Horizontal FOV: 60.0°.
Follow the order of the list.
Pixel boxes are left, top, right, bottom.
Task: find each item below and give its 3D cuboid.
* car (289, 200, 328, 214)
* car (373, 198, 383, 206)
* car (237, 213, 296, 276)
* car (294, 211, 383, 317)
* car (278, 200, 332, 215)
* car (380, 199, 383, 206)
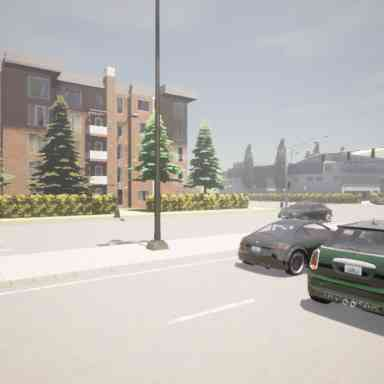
[{"bbox_3d":[12.593,1.563,35.857,4.181,1.385,1.994,0,0,-35],"label":"car"},{"bbox_3d":[31.239,1.563,53.061,4.181,1.385,1.994,0,0,-3],"label":"car"},{"bbox_3d":[3.425,1.564,10.467,4.181,1.385,1.994,0,0,-36],"label":"car"},{"bbox_3d":[4.486,1.352,6.933,4.553,1.767,2.097,0,0,-36],"label":"car"},{"bbox_3d":[8.229,1.504,24.019,4.892,1.490,1.837,0,0,-36],"label":"car"},{"bbox_3d":[11.475,1.351,16.254,4.553,1.767,2.097,0,0,-36],"label":"car"}]
